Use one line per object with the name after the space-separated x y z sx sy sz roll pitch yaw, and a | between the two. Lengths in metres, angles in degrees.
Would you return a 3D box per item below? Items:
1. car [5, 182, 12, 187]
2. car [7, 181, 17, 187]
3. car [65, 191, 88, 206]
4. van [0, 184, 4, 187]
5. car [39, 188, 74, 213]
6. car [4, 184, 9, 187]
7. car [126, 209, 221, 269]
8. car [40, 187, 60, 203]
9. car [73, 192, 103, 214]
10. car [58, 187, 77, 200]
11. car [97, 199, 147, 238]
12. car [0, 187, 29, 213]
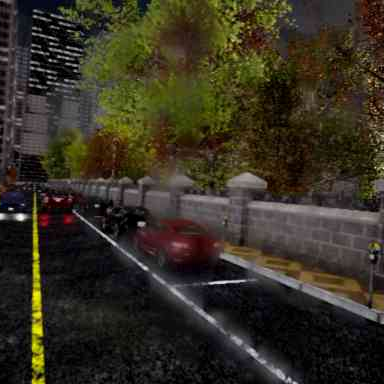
-24.383 -0.179 42.215 1.752 1.417 4.829 3 0 -25 | car
-31.412 -0.903 57.450 2.192 1.841 5.009 3 0 -25 | car
-12.446 0.630 35.709 1.802 1.307 4.206 3 0 -25 | car
-19.711 -0.025 32.354 1.690 1.788 3.998 3 0 -25 | van
-10.555 0.570 25.945 2.097 1.767 4.553 3 0 -25 | car
-22.093 0.044 37.362 1.802 1.307 4.206 3 0 -25 | car
-0.593 1.483 10.634 1.802 1.307 4.206 3 0 -25 | car
-16.214 0.316 37.799 1.837 1.490 4.892 3 1 -25 | car
-7.704 0.956 25.679 1.947 1.339 4.313 3 0 -25 | car
-17.179 0.144 45.739 1.967 1.590 4.097 3 0 -25 | car
-2.963 1.297 15.648 1.947 1.339 4.313 3 0 -25 | car
-12.890 0.639 24.064 2.033 1.411 5.357 3 0 -25 | car
